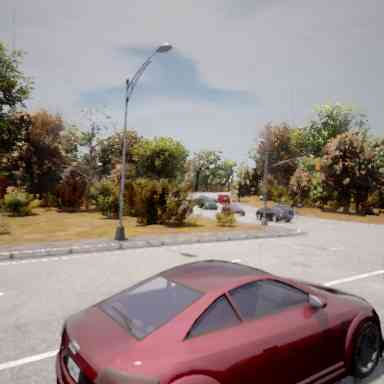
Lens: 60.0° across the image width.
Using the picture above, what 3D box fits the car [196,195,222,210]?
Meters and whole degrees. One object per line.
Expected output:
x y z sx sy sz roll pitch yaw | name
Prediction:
2.719 1.926 54.613 2.097 1.767 4.553 3 1 -14 | car

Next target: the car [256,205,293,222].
8.885 2.441 36.391 1.837 1.490 4.892 3 -1 -23 | car

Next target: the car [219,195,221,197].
3.857 1.718 67.940 1.882 1.535 5.008 3 2 -8 | car

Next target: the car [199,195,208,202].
2.671 1.411 77.926 1.994 1.385 4.181 2 2 -1 | car

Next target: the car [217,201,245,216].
5.539 2.361 45.049 1.812 1.442 4.674 3 0 -19 | car

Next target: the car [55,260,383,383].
0.567 1.594 4.169 4.181 1.385 1.994 1 -1 -35 | car

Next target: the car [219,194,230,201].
6.697 1.482 71.624 2.150 2.045 5.566 3 2 -6 | car
